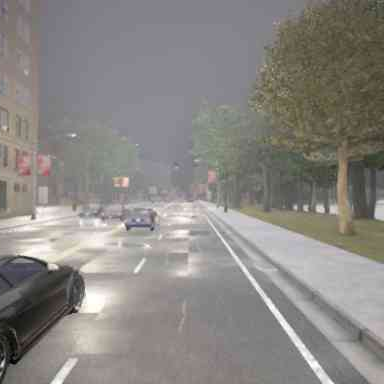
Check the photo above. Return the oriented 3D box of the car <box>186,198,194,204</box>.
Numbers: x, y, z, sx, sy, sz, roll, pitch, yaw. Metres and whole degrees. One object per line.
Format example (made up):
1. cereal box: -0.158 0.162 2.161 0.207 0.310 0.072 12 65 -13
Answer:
1. car: -0.462 2.310 88.859 1.882 1.535 5.008 0 -1 0

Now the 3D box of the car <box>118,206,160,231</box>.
1. car: -3.260 1.779 22.565 2.033 1.411 5.357 0 -1 0

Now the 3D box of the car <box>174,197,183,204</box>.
1. car: -3.715 2.226 89.229 2.097 1.767 4.553 0 -1 0

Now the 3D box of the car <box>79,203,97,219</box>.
1. car: -9.973 1.900 34.003 1.812 1.442 4.674 0 -1 0

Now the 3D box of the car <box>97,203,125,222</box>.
1. car: -6.726 1.842 29.666 1.812 1.442 4.674 0 -1 0

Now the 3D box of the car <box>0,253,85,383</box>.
1. car: -3.164 1.634 5.138 1.994 1.385 4.181 0 -1 0

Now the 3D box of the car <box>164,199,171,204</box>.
1. car: -6.997 2.637 95.295 2.033 1.411 5.357 0 -1 0
